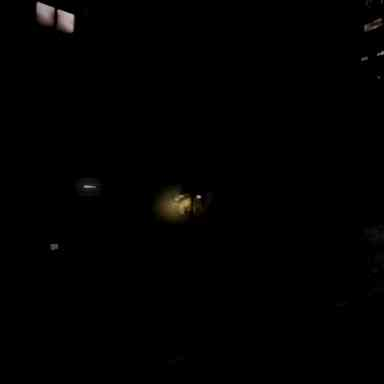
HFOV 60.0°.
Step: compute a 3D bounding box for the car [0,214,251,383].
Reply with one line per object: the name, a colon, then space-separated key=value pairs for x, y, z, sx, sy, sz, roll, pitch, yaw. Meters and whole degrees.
car: x=-1.278 y=1.336 z=5.153 sx=5.009 sy=1.841 sz=2.192 roll=1 pitch=1 yaw=-35
